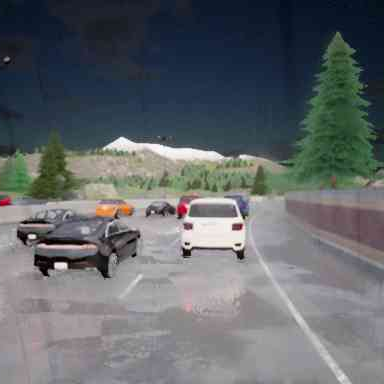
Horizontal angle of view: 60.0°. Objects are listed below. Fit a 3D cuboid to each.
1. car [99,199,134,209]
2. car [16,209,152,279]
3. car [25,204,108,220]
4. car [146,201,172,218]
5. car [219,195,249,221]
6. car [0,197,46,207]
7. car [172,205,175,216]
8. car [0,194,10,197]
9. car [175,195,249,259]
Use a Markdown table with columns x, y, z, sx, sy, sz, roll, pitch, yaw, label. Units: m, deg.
| x | y | z | sx | sy | sz | roll | pitch | yaw | label |
| --- | --- | --- | --- | --- | --- | --- | --- | --- | --- |
| -6.838 | 1.407 | 29.985 | 2.097 | 1.767 | 4.553 | 0 | 0 | 12 | car |
| -2.854 | 1.508 | 10.141 | 2.128 | 1.511 | 4.902 | 0 | 0 | 5 | car |
| -5.859 | 1.511 | 15.162 | 2.128 | 1.511 | 4.902 | 0 | 0 | 6 | car |
| -2.928 | 1.598 | 31.487 | 1.812 | 1.442 | 4.674 | 0 | 0 | 13 | car |
| 3.908 | 1.314 | 30.087 | 2.150 | 2.045 | 5.566 | 0 | 0 | 14 | car |
| -16.958 | 1.507 | 33.753 | 1.882 | 1.535 | 5.008 | 0 | 0 | 14 | car |
| 0.256 | 1.301 | 29.830 | 2.150 | 2.045 | 5.566 | 0 | 0 | 13 | car |
| -20.637 | 1.234 | 33.417 | 2.150 | 2.045 | 5.566 | 0 | 0 | 13 | car |
| 0.913 | 1.259 | 13.063 | 2.150 | 2.045 | 5.566 | 0 | 0 | 6 | car |
